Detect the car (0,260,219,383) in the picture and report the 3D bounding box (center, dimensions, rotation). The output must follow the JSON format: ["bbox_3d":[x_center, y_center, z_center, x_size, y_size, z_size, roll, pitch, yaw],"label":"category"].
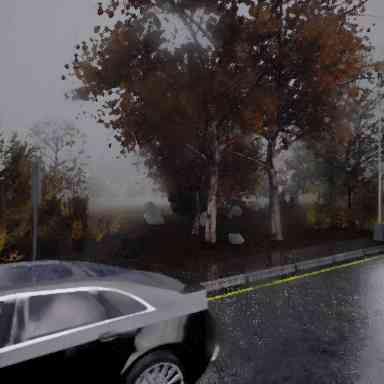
[{"bbox_3d":[-1.978,1.491,2.986,4.902,1.511,2.128,0,0,-37],"label":"car"}]
